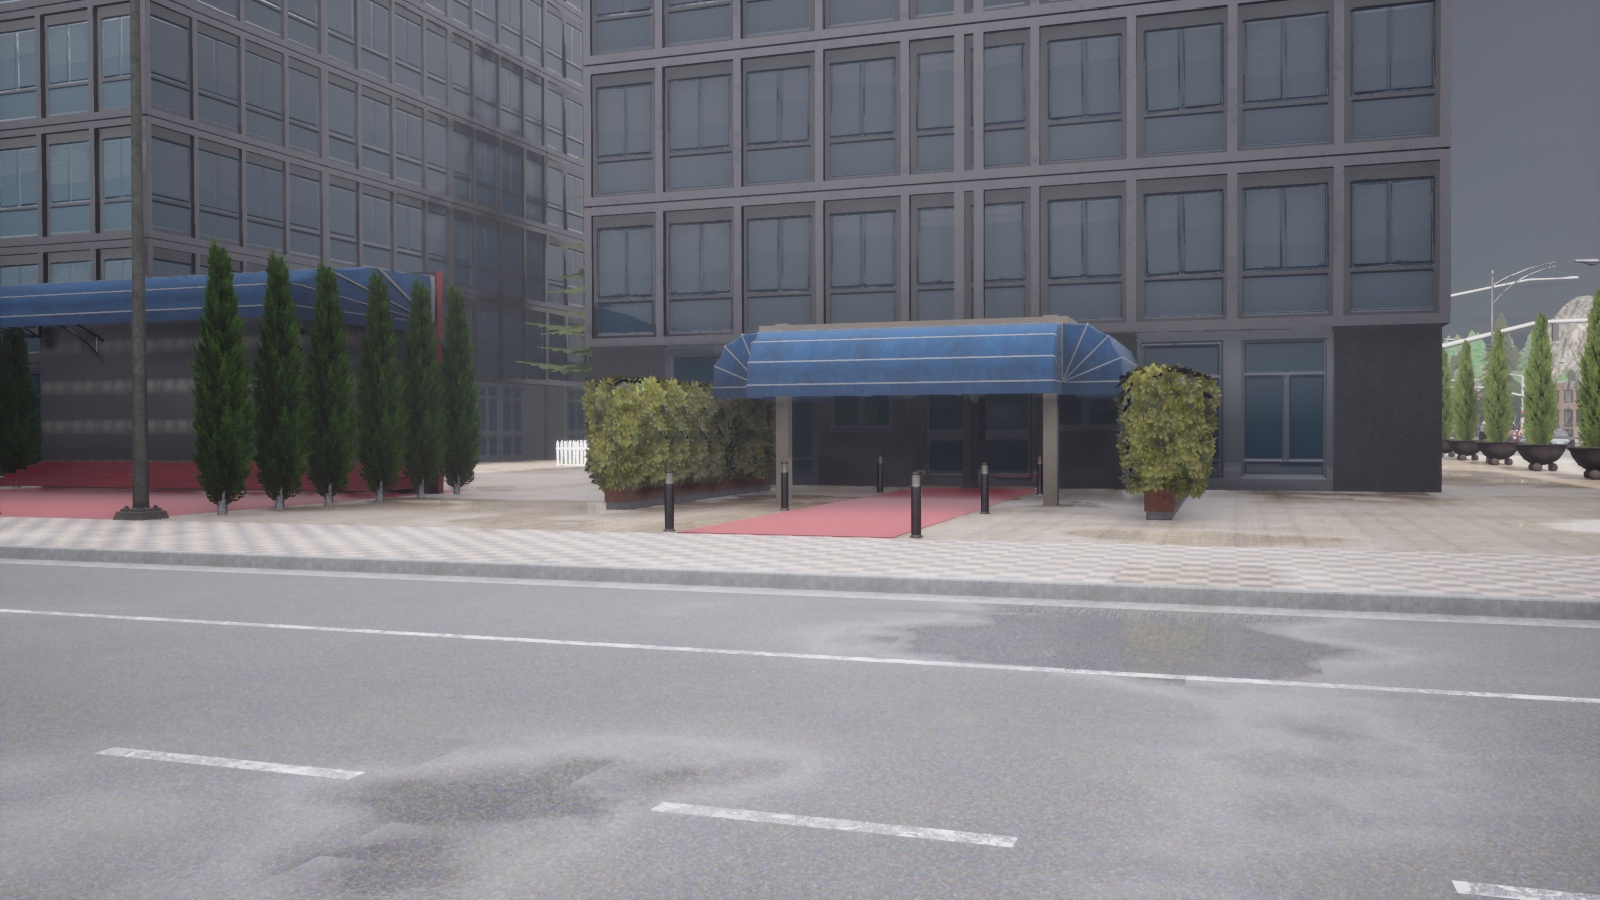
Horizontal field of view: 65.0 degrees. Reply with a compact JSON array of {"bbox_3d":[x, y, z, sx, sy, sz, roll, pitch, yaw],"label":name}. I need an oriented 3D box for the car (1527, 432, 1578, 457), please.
[{"bbox_3d":[50.862,-0.413,84.987,2.033,1.649,4.856,1,1,19],"label":"car"}]

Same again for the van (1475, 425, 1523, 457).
[{"bbox_3d":[47.010,-0.628,84.558,2.069,2.038,4.480,1,1,19],"label":"van"}]
